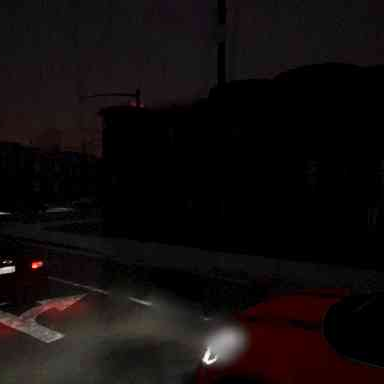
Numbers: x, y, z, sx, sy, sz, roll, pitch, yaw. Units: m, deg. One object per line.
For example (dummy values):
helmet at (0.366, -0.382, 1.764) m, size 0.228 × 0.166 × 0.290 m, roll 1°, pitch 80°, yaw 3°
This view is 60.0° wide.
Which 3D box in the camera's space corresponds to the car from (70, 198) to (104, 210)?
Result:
car at (-13.306, 1.601, 44.385) m, size 1.895 × 1.301 × 4.718 m, roll 0°, pitch 0°, yaw 36°

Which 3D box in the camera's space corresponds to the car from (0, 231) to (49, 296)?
car at (-5.535, 1.547, 7.918) m, size 5.357 × 1.411 × 2.033 m, roll 0°, pitch 0°, yaw 38°

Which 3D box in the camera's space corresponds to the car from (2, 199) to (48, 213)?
car at (-18.377, 1.564, 37.307) m, size 1.994 × 1.385 × 4.181 m, roll 0°, pitch 0°, yaw 36°

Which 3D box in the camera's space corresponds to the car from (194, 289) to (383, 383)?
car at (2.214, 1.352, 2.418) m, size 4.553 × 1.767 × 2.097 m, roll 0°, pitch 0°, yaw 36°

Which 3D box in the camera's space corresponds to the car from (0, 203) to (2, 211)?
car at (-20.890, 1.547, 39.817) m, size 2.033 × 1.411 × 5.357 m, roll 0°, pitch 0°, yaw 36°
